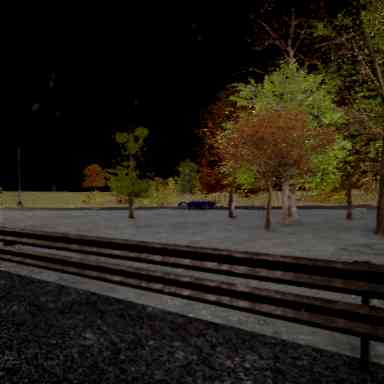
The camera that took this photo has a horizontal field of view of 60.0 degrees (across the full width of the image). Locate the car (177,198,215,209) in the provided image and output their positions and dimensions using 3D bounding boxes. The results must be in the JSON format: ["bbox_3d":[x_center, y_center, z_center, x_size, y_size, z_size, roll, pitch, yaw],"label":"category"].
[{"bbox_3d":[0.553,1.423,41.930,4.718,1.301,1.895,-1,0,11],"label":"car"}]
